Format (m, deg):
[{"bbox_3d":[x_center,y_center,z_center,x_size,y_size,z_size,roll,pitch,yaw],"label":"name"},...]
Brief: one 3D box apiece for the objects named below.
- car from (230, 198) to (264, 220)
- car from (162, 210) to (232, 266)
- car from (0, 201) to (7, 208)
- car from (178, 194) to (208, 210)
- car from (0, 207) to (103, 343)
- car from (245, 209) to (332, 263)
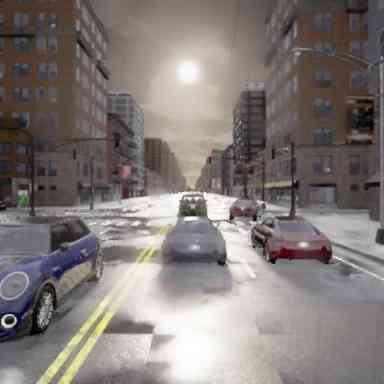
[{"bbox_3d":[4.476,1.274,26.683,2.097,1.767,4.553,0,0,19],"label":"car"},{"bbox_3d":[0.076,1.532,11.406,1.994,1.385,4.181,0,0,0],"label":"car"},{"bbox_3d":[-22.119,1.478,35.478,4.313,1.339,1.947,0,0,0],"label":"car"},{"bbox_3d":[0.075,1.147,26.102,2.150,2.045,5.566,0,0,0],"label":"car"},{"bbox_3d":[-3.336,1.332,6.653,2.097,1.767,4.553,0,0,0],"label":"car"},{"bbox_3d":[3.327,1.530,11.889,1.994,1.385,4.181,0,0,0],"label":"car"}]
